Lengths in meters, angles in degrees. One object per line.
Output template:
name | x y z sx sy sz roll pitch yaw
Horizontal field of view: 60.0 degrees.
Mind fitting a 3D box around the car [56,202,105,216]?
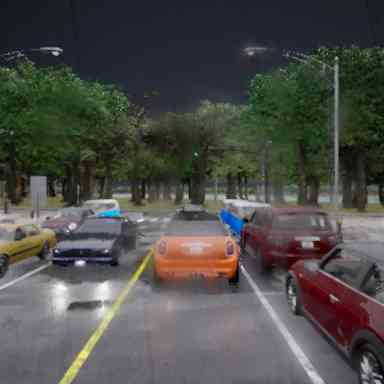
car | -5.764 1.481 15.765 1.967 1.590 4.097 0 0 0

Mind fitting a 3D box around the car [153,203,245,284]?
car | 0.100 1.378 9.822 2.097 1.767 4.553 0 0 0

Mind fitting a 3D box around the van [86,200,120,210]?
van | -5.765 1.396 21.203 1.690 1.788 3.998 0 0 0

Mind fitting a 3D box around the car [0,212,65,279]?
car | -5.764 1.551 10.158 1.752 1.417 4.829 0 0 0

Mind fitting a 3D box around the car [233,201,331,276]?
car | 2.761 1.342 10.329 2.192 1.841 5.009 0 0 0

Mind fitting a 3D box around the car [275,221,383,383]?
car | 2.761 1.453 4.890 1.967 1.590 4.097 0 0 0

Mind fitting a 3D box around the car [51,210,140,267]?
car | -3.061 1.578 11.804 2.033 1.411 5.357 0 0 0

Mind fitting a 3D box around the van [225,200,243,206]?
van | 2.761 1.382 15.766 1.690 1.788 3.998 0 0 0

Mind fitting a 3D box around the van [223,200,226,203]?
van | 2.761 1.397 21.203 1.690 1.788 3.998 0 0 0

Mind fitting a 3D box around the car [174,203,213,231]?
car | -0.046 1.549 21.955 2.128 1.511 4.902 0 0 -5
